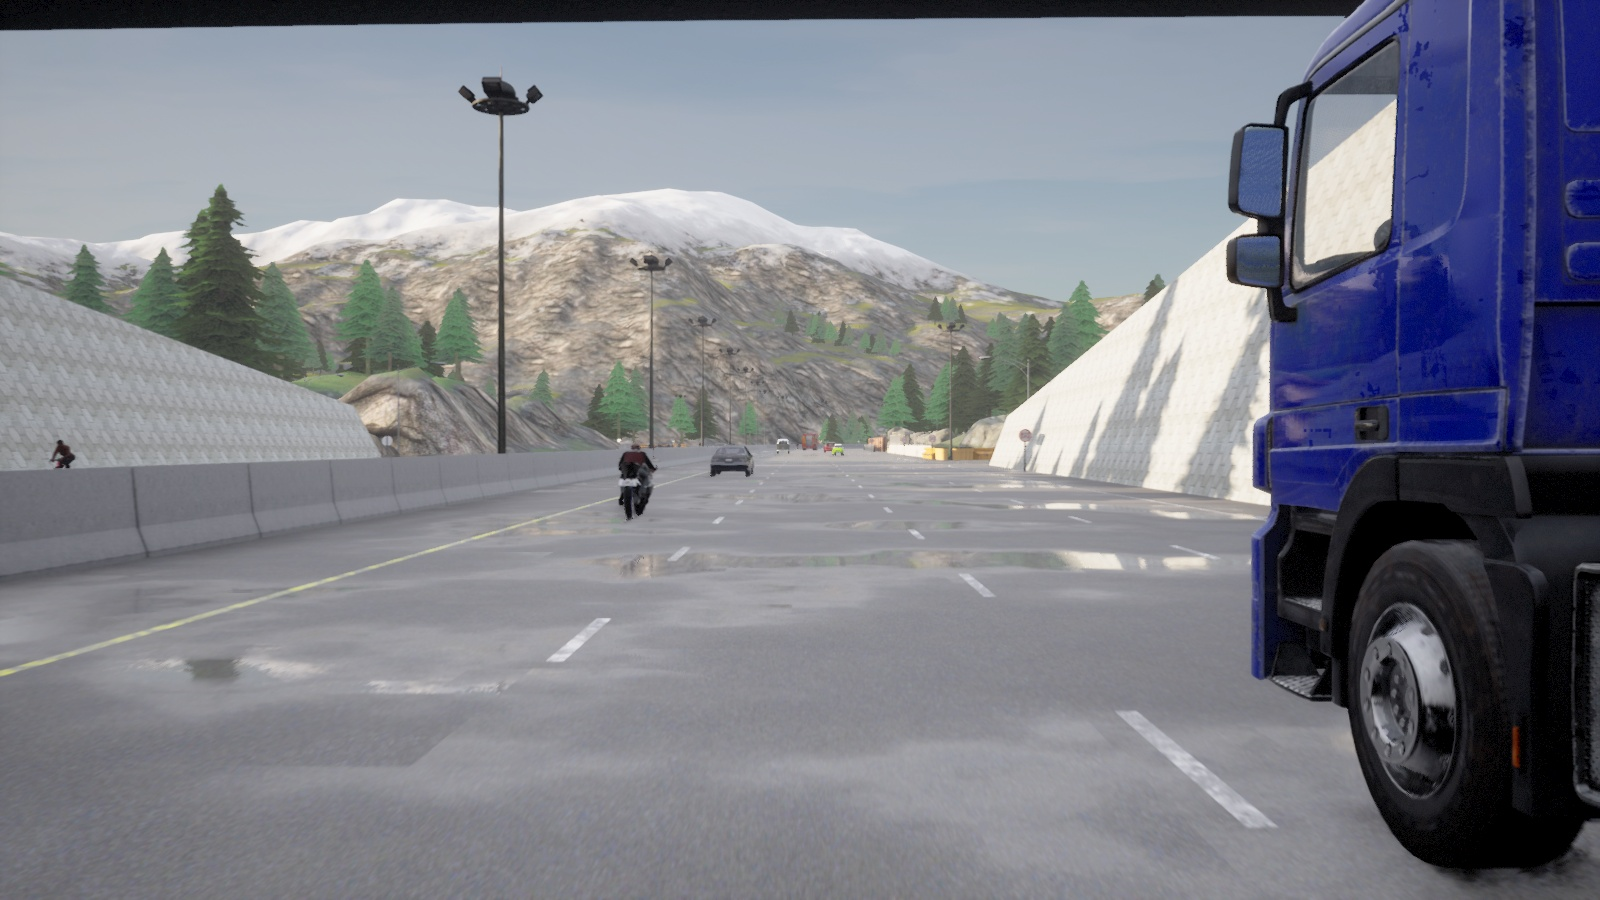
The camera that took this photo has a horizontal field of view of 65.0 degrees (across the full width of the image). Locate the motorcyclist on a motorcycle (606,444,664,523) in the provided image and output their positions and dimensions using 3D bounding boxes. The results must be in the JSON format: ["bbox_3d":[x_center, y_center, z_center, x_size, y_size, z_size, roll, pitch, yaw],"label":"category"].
[{"bbox_3d":[-3.317,0.635,25.457,0.866,1.530,2.191,0,0,0],"label":"motorcyclist on a motorcycle"}]

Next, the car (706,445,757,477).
[{"bbox_3d":[-3.096,0.465,57.859,2.033,1.411,5.357,0,0,0],"label":"car"}]

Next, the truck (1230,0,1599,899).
[{"bbox_3d":[3.529,-0.245,2.164,2.891,3.462,7.936,0,0,0],"label":"truck"}]
